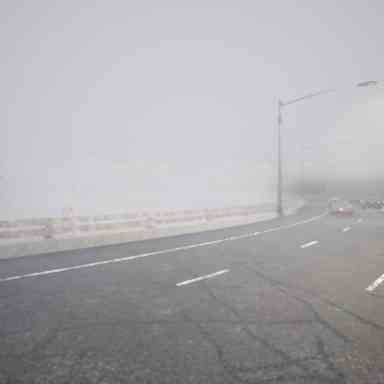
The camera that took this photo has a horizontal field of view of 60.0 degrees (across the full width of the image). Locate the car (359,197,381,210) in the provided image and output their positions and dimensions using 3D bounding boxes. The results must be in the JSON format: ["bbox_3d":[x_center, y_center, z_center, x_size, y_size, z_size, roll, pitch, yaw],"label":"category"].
[{"bbox_3d":[23.718,1.415,44.467,2.097,1.767,4.553,0,0,21],"label":"car"}]

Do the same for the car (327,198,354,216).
[{"bbox_3d":[14.926,1.600,32.959,1.994,1.385,4.181,0,0,28],"label":"car"}]
